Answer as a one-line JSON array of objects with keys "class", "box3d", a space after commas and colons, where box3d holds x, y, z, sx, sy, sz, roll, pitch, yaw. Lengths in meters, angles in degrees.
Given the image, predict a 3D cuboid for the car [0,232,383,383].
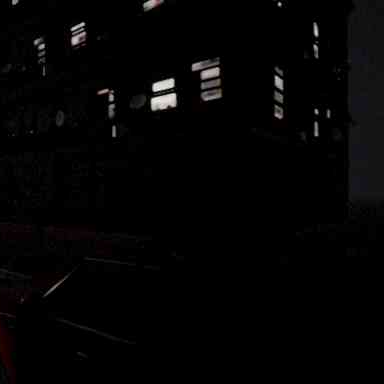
[{"class": "car", "box3d": [-0.042, 1.306, 2.922, 5.009, 1.841, 2.192, 0, -1, 36]}]
